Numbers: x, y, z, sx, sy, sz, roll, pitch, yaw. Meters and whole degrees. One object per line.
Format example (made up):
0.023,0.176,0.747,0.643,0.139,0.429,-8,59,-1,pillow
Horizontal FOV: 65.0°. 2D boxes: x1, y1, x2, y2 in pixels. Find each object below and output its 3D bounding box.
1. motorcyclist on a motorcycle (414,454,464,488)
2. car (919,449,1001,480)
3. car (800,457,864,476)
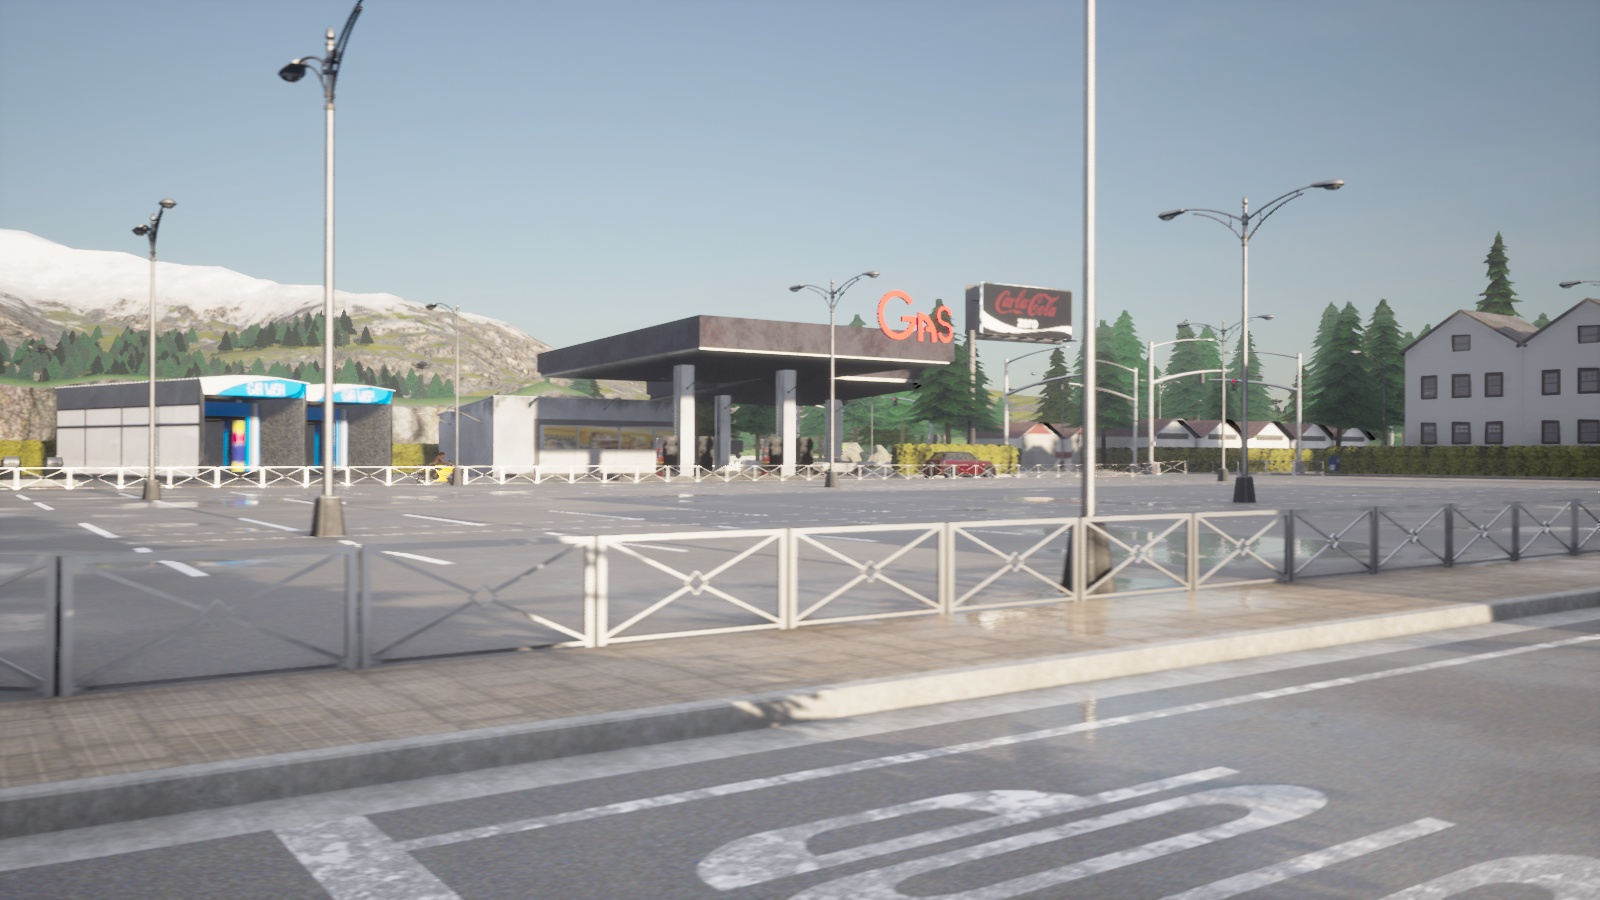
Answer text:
-16.293,0.923,56.730,2.044,1.523,0.797,0,0,-35,motorcyclist on a motorcycle
9.512,0.833,74.482,4.553,1.767,2.097,0,0,-35,car
2.257,1.118,87.134,1.895,1.301,4.718,0,0,40,car
